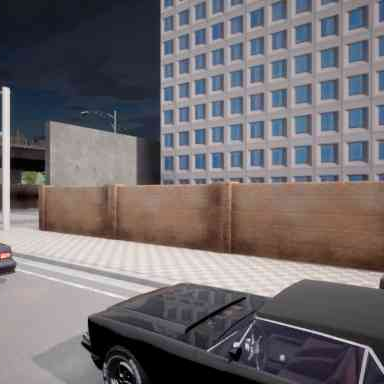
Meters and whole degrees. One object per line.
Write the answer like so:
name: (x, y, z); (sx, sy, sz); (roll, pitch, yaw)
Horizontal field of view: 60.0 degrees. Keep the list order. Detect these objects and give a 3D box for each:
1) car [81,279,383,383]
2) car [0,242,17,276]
car: (1.042, 1.601, 3.242); (4.718, 1.301, 1.895); (0, 0, 36)
car: (-6.762, 1.547, 8.821); (5.357, 1.411, 2.033); (0, 0, 36)
